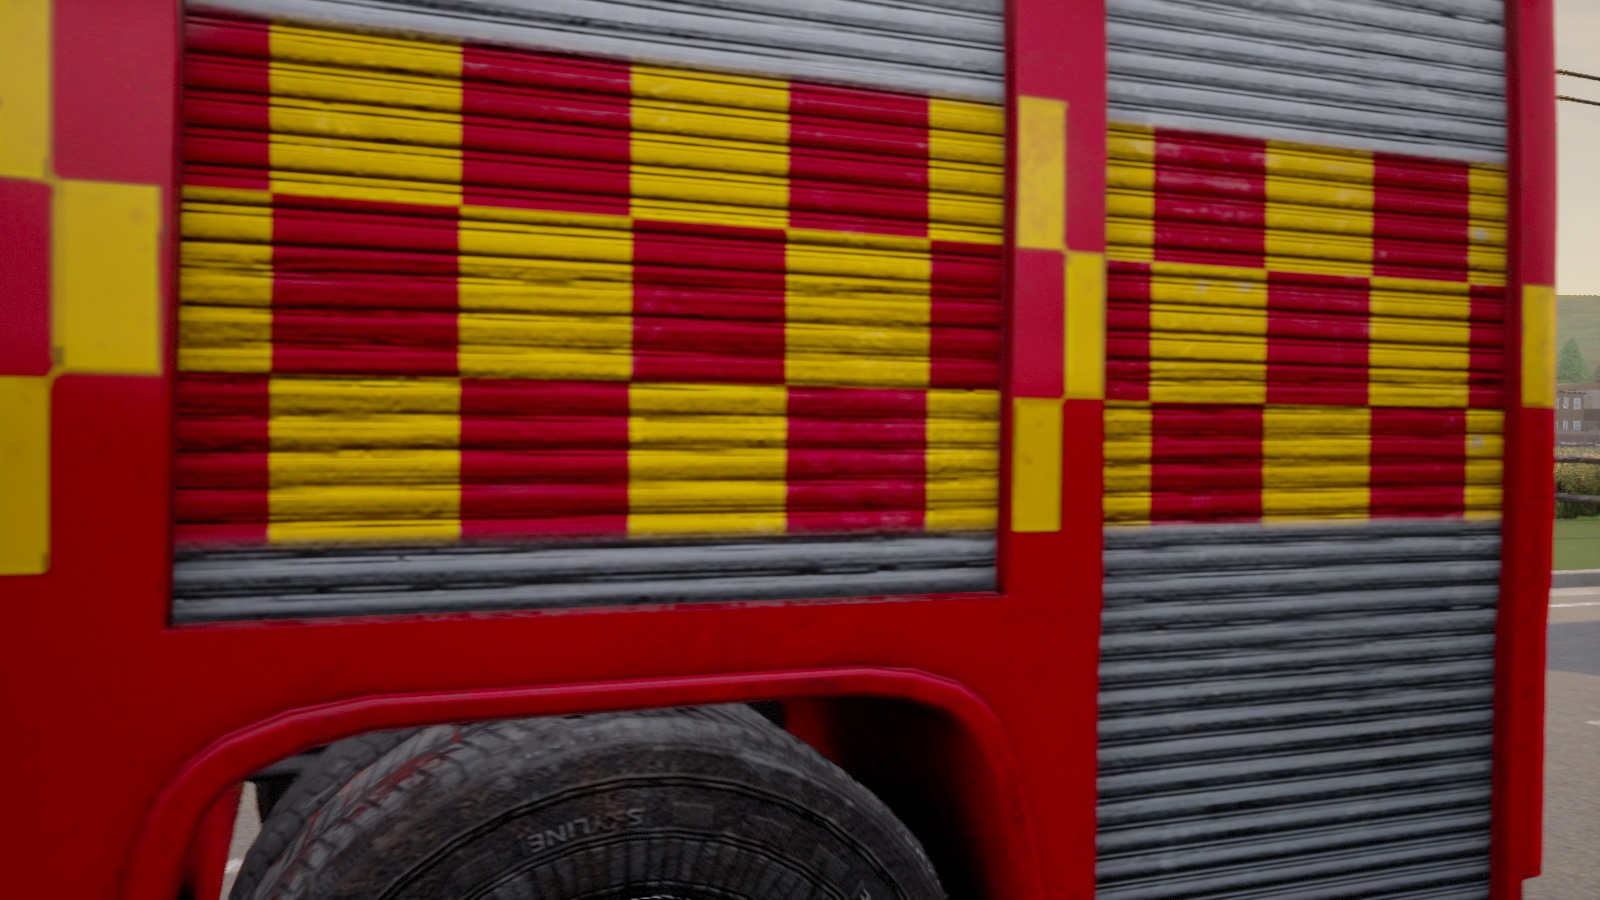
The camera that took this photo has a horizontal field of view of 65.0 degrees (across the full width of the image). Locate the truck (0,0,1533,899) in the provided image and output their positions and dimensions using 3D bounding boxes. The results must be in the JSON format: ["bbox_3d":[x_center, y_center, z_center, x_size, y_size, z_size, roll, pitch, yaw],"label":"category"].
[{"bbox_3d":[-3.219,-0.364,2.003,8.468,3.827,2.891,-1,1,-21],"label":"truck"}]
